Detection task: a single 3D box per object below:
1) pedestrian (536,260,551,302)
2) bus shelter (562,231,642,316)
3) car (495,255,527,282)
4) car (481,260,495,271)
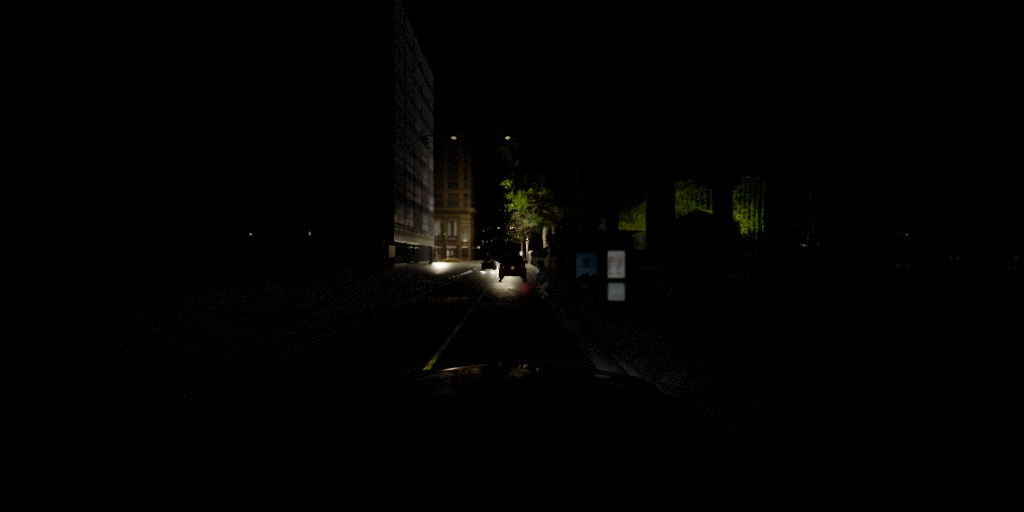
[{"bbox_3d":[1.326,1.031,15.109,0.375,1.860,0.375,0,0,-15],"label":"pedestrian"},{"bbox_3d":[3.134,0.614,13.031,1.920,2.740,3.880,0,0,0],"label":"bus shelter"},{"bbox_3d":[0.062,0.950,29.016,2.150,2.045,5.566,0,0,0],"label":"car"},{"bbox_3d":[-3.079,1.255,47.862,2.033,1.411,5.357,0,0,0],"label":"car"}]
